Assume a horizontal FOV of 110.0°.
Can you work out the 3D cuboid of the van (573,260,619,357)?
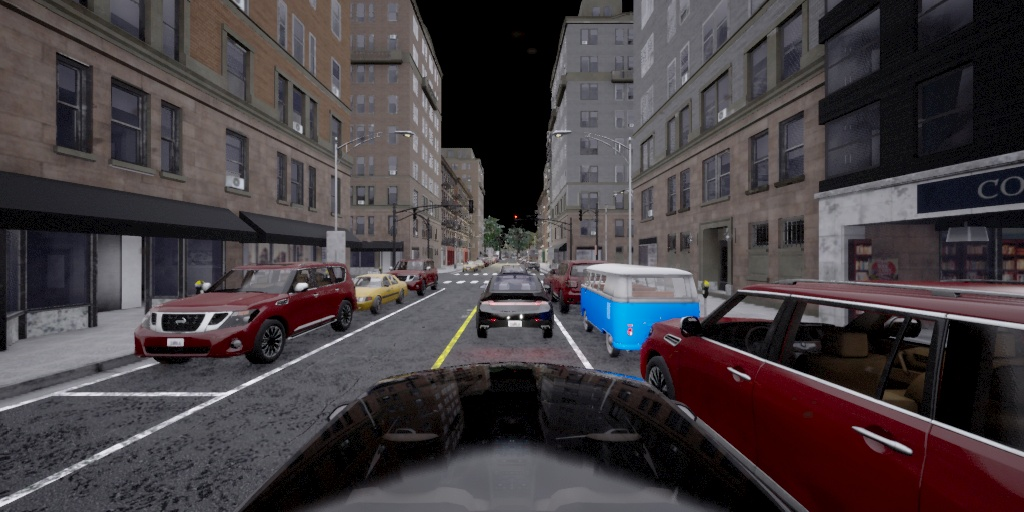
[{"bbox_3d":[2.645,1.091,8.249,1.690,1.789,3.998,0,0,0],"label":"van"}]

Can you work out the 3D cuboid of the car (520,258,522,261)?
[{"bbox_3d":[2.704,1.297,57.579,2.007,1.370,4.403,0,0,0],"label":"car"}]

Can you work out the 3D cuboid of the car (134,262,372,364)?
[{"bbox_3d":[-5.391,1.064,8.261,2.192,1.841,5.009,0,0,0],"label":"car"}]

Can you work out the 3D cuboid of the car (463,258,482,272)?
[{"bbox_3d":[-5.363,1.272,46.455,1.751,1.417,4.829,0,0,0],"label":"car"}]

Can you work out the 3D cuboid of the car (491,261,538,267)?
[{"bbox_3d":[0.091,1.240,20.175,2.128,1.511,4.902,0,0,-1],"label":"car"}]

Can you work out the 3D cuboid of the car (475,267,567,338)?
[{"bbox_3d":[0.083,1.241,10.124,2.128,1.511,4.902,0,0,0],"label":"car"}]

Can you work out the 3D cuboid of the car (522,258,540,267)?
[{"bbox_3d":[2.691,1.297,46.615,2.007,1.370,4.403,0,0,0],"label":"car"}]

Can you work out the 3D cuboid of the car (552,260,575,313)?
[{"bbox_3d":[2.652,1.064,13.928,2.192,1.841,5.009,0,0,0],"label":"car"}]

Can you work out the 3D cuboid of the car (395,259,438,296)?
[{"bbox_3d":[-5.380,1.063,19.617,2.192,1.841,5.009,0,0,0],"label":"car"}]

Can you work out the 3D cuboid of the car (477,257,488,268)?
[{"bbox_3d":[-5.346,1.272,57.418,1.751,1.417,4.829,0,0,0],"label":"car"}]

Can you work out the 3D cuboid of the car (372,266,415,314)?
[{"bbox_3d":[-5.386,1.275,13.768,1.751,1.417,4.829,0,0,0],"label":"car"}]

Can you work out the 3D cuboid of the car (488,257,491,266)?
[{"bbox_3d":[-5.337,1.061,63.070,2.192,1.841,5.009,0,0,0],"label":"car"}]

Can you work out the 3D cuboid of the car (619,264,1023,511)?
[{"bbox_3d":[2.638,1.065,2.570,2.192,1.841,5.009,0,0,0],"label":"car"}]
